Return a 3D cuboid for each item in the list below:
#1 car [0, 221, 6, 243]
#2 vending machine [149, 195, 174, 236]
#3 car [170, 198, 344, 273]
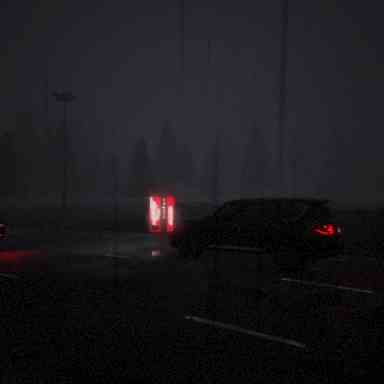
[{"bbox_3d":[-9.607,1.497,13.312,4.902,1.511,2.128,0,0,26],"label":"car"},{"bbox_3d":[-1.603,1.199,17.769,0.880,2.100,1.100,0,0,29],"label":"vending machine"},{"bbox_3d":[1.932,1.217,10.917,5.566,2.045,2.150,-1,-1,32],"label":"car"}]
